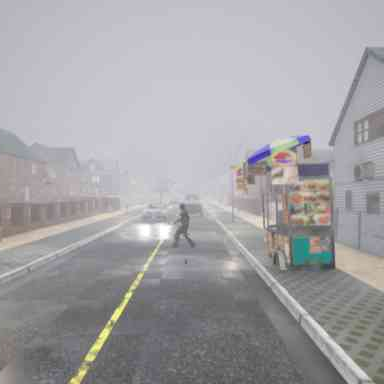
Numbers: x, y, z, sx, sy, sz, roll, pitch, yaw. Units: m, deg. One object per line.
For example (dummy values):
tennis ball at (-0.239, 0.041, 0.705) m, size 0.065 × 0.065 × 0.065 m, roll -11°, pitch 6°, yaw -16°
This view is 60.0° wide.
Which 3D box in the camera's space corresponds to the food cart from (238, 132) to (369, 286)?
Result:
food cart at (2.944, 0.467, 10.190) m, size 2.280 × 3.560 × 4.660 m, roll -2°, pitch -2°, yaw 0°

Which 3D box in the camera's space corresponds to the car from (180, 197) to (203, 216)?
car at (0.060, 1.493, 32.788) m, size 1.882 × 1.535 × 5.008 m, roll 0°, pitch -1°, yaw 0°

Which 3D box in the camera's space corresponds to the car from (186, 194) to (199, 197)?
car at (0.033, 1.252, 45.803) m, size 2.150 × 2.045 × 5.566 m, roll 0°, pitch 0°, yaw 0°

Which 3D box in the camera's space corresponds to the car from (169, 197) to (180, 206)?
car at (-2.883, 1.611, 56.717) m, size 1.994 × 1.385 × 4.181 m, roll 0°, pitch 0°, yaw 0°

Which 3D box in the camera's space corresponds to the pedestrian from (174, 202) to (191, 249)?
pedestrian at (-0.372, 1.295, 13.003) m, size 0.375 × 1.860 × 0.375 m, roll 2°, pitch -2°, yaw 0°

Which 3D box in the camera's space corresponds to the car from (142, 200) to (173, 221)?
car at (-2.871, 1.610, 27.230) m, size 1.895 × 1.301 × 4.718 m, roll 0°, pitch 0°, yaw 0°
